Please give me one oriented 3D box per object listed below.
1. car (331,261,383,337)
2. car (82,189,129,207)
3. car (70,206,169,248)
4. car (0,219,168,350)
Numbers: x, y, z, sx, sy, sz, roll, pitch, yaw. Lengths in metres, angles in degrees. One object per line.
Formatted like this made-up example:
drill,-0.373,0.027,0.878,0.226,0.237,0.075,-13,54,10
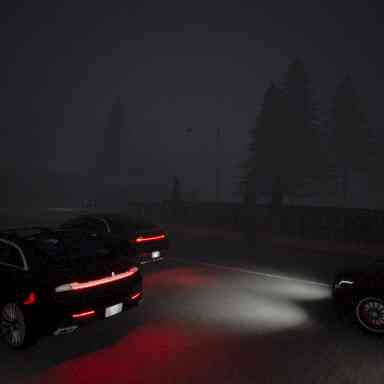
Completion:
car,4.614,1.525,4.994,4.674,1.442,1.812,0,0,36
car,-9.589,0.689,37.450,2.150,2.045,5.566,1,1,38
car,-2.925,1.386,10.348,4.892,1.490,1.837,1,1,36
car,-3.069,1.413,6.140,4.902,1.511,2.128,1,1,36
